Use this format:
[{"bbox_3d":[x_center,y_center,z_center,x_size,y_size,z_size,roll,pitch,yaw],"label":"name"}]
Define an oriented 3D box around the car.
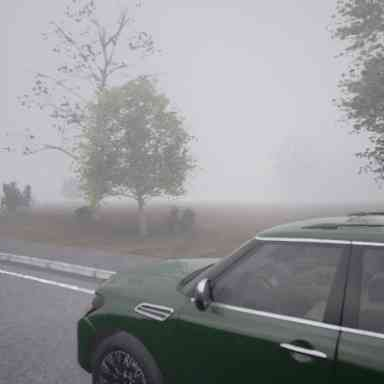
[{"bbox_3d":[1.394,1.213,2.907,5.566,2.045,2.150,0,0,35],"label":"car"}]
